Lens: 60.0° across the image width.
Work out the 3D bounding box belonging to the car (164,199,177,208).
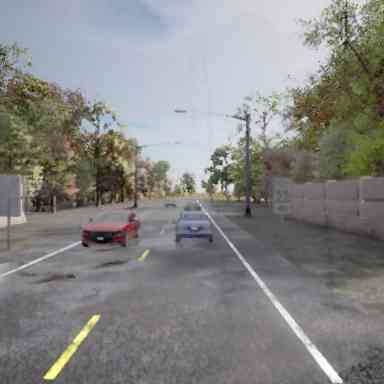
[{"bbox_3d":[-3.554,1.894,56.032,2.033,1.411,5.357,0,0,1],"label":"car"}]

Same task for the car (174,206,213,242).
[{"bbox_3d":[0.101,1.672,17.172,2.033,1.411,5.357,0,0,0],"label":"car"}]

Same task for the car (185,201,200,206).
[{"bbox_3d":[0.081,1.831,40.569,1.994,1.385,4.181,0,0,0],"label":"car"}]

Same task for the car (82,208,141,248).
[{"bbox_3d":[-3.591,1.569,15.566,1.882,1.535,5.008,1,0,0],"label":"car"}]
